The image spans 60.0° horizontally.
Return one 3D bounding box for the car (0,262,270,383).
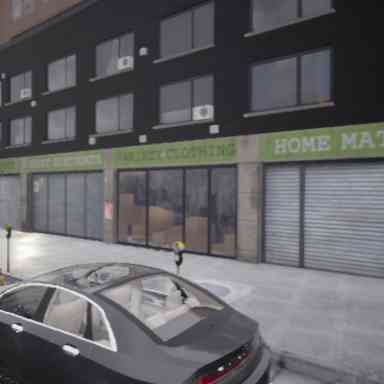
[{"bbox_3d":[-1.287,1.551,4.006,4.403,1.369,2.008,0,1,35],"label":"car"}]
